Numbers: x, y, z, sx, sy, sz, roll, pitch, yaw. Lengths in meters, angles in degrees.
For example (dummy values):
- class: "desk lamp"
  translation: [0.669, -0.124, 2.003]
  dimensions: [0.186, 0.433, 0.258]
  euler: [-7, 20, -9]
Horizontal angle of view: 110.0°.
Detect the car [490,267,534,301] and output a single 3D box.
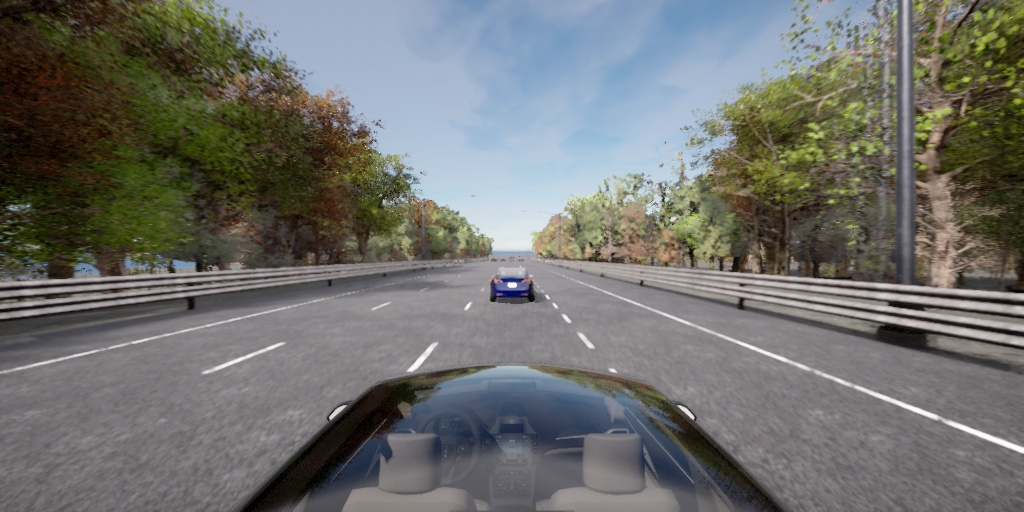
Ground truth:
- class: "car"
  translation: [0.007, 1.281, 17.556]
  dimensions: [2.163, 1.488, 4.792]
  euler: [0, 0, 0]
